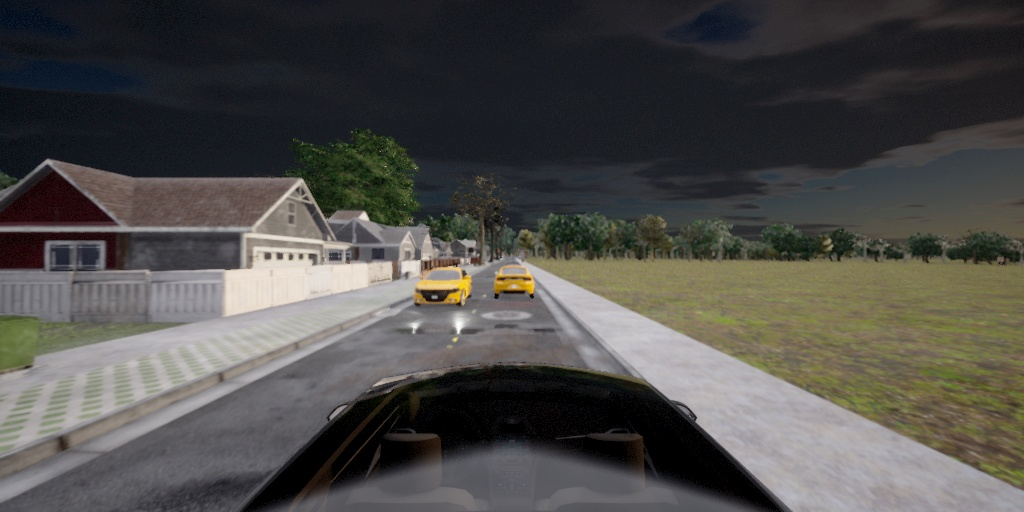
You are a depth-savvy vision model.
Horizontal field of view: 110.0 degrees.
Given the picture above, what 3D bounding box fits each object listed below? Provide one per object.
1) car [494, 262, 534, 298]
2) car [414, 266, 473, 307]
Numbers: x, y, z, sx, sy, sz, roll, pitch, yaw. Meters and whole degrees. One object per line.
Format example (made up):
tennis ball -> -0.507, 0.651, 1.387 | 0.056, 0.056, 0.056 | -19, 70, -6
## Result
car -> 0.099, 1.235, 18.729 | 1.882, 1.535, 5.008 | 0, 0, 0
car -> -2.847, 1.234, 15.691 | 1.882, 1.535, 5.008 | 0, 0, 0
